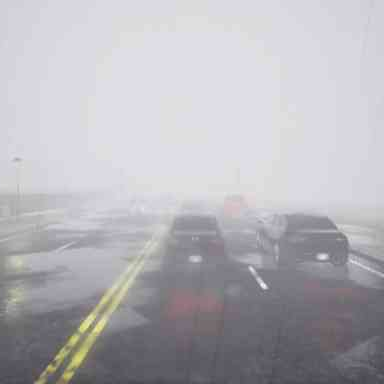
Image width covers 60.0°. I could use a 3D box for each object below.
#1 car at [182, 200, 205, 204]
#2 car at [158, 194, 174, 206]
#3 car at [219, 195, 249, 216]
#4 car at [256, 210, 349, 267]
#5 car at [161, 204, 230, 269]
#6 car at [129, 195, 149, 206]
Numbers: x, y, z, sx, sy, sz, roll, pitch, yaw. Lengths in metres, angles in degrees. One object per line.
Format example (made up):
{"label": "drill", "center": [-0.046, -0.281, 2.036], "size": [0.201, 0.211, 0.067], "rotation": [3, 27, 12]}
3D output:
{"label": "car", "center": [0.129, 1.270, 26.201], "size": [1.895, 1.301, 4.718], "rotation": [0, 1, 0]}
{"label": "car", "center": [-3.258, 0.999, 42.605], "size": [1.812, 1.442, 4.674], "rotation": [0, 1, 0]}
{"label": "car", "center": [3.383, 1.005, 27.550], "size": [2.097, 1.767, 4.553], "rotation": [0, 1, 0]}
{"label": "car", "center": [3.347, 1.364, 10.881], "size": [1.837, 1.490, 4.892], "rotation": [0, 1, 0]}
{"label": "car", "center": [0.097, 1.368, 10.611], "size": [1.837, 1.490, 4.892], "rotation": [0, 1, 0]}
{"label": "car", "center": [-6.512, 1.051, 41.472], "size": [1.994, 1.385, 4.181], "rotation": [0, 1, 0]}
